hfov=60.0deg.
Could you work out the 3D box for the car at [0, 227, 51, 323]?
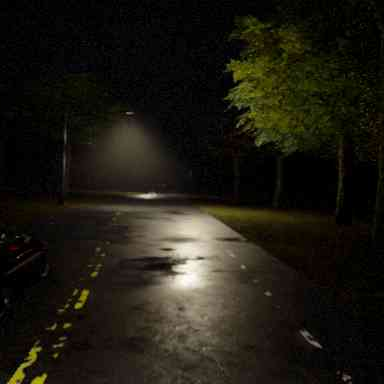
[{"bbox_3d":[-4.208,1.388,6.452,1.994,1.385,4.181,2,0,-9],"label":"car"}]
